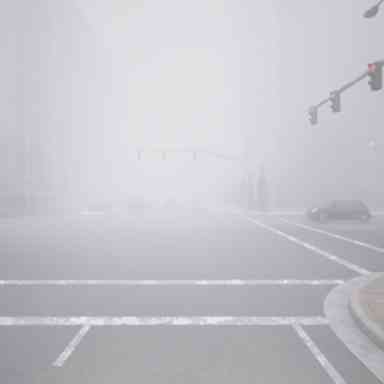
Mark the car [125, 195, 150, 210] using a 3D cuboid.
[{"bbox_3d":[-7.086,1.472,43.661,1.882,1.535,5.008,0,0,0],"label":"car"}]

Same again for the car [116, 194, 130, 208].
[{"bbox_3d":[-10.597,1.485,47.552,2.128,1.511,4.902,0,0,0],"label":"car"}]

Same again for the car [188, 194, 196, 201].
[{"bbox_3d":[-0.017,1.364,79.982,1.882,1.535,5.008,0,0,0],"label":"car"}]

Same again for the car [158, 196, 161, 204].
[{"bbox_3d":[-7.038,1.539,65.582,2.033,1.411,5.357,0,0,0],"label":"car"}]

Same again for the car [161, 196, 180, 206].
[{"bbox_3d":[-3.412,1.540,53.982,2.033,1.411,5.357,0,0,0],"label":"car"}]

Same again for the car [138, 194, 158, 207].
[{"bbox_3d":[-7.081,1.471,52.928,1.882,1.535,5.008,0,0,0],"label":"car"}]

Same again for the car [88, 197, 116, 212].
[{"bbox_3d":[-10.607,1.559,38.683,1.994,1.385,4.181,0,0,1],"label":"car"}]

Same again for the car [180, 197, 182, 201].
[{"bbox_3d":[-3.517,1.542,80.835,1.994,1.385,4.181,0,0,0],"label":"car"}]

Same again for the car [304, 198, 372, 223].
[{"bbox_3d":[10.959,1.349,25.237,4.553,1.767,2.097,0,0,2],"label":"car"}]

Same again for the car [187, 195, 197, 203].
[{"bbox_3d":[-0.015,1.468,70.586,1.882,1.535,5.008,0,0,0],"label":"car"}]
